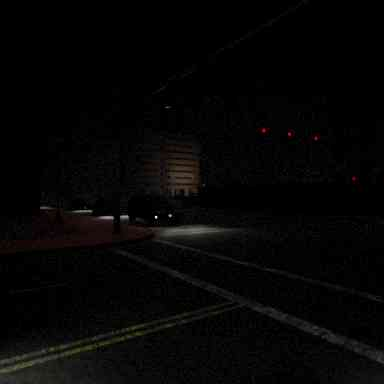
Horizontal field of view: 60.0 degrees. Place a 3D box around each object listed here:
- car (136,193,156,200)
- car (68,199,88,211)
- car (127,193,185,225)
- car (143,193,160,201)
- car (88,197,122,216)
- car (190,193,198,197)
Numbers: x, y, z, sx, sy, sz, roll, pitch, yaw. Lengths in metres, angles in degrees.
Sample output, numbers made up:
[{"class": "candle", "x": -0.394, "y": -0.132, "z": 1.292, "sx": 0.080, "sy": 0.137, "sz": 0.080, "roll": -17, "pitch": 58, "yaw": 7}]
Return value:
[{"class": "car", "x": -11.498, "y": 1.153, "z": 83.878, "sx": 4.605, "sy": 1.855, "sz": 1.932, "roll": 0, "pitch": 0, "yaw": -34}, {"class": "car", "x": -14.254, "y": 1.547, "z": 42.121, "sx": 2.033, "sy": 1.411, "sz": 5.357, "roll": 0, "pitch": 0, "yaw": -34}, {"class": "car", "x": -2.943, "y": 1.222, "z": 24.478, "sx": 2.150, "sy": 2.045, "sz": 5.566, "roll": 0, "pitch": 0, "yaw": -33}, {"class": "car", "x": -9.918, "y": 1.156, "z": 81.452, "sx": 3.866, "sy": 1.878, "sz": 1.905, "roll": 0, "pitch": 0, "yaw": -34}, {"class": "car", "x": -8.561, "y": 1.505, "z": 33.238, "sx": 1.837, "sy": 1.490, "sz": 4.892, "roll": 0, "pitch": 0, "yaw": -32}, {"class": "car", "x": 1.127, "y": 1.156, "z": 65.232, "sx": 3.866, "sy": 1.878, "sz": 1.905, "roll": 0, "pitch": 0, "yaw": -34}]
